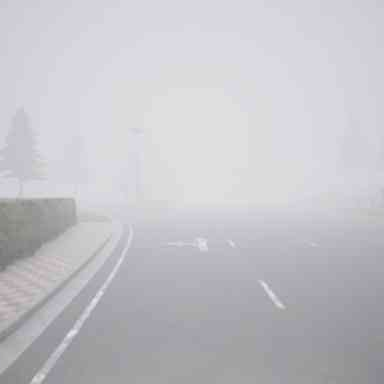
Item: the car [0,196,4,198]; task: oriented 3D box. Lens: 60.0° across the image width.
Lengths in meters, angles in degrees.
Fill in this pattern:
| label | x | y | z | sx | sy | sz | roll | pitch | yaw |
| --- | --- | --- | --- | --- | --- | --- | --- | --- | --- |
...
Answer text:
| label | x | y | z | sx | sy | sz | roll | pitch | yaw |
| --- | --- | --- | --- | --- | --- | --- | --- | --- | --- |
| car | -46.591 | 1.699 | 80.503 | 4.718 | 1.301 | 1.895 | 0 | 0 | 40 |
